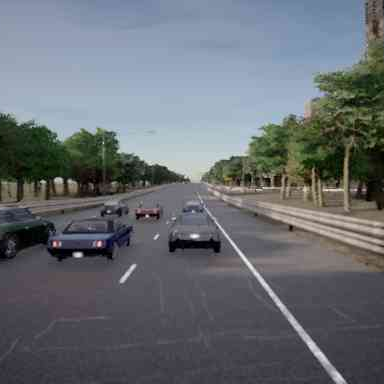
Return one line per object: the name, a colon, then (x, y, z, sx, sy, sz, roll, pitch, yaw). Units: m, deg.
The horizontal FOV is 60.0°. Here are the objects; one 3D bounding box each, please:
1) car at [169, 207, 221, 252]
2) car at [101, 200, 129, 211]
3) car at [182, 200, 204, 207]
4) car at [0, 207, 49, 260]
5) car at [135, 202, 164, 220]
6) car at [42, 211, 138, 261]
car: (0.099, 1.533, 13.841, 1.994, 1.385, 4.181, 0, 0, 0)
car: (-6.900, 1.430, 29.930, 1.812, 1.442, 4.674, 0, 0, 0)
car: (0.101, 1.430, 29.850, 1.812, 1.442, 4.674, 0, 0, 0)
car: (-6.902, 1.325, 12.436, 2.097, 1.767, 4.553, 0, 0, 0)
car: (-3.401, 1.516, 27.533, 1.895, 1.301, 4.718, 0, 0, 0)
car: (-3.401, 1.575, 12.158, 1.895, 1.301, 4.718, 0, 0, 0)
